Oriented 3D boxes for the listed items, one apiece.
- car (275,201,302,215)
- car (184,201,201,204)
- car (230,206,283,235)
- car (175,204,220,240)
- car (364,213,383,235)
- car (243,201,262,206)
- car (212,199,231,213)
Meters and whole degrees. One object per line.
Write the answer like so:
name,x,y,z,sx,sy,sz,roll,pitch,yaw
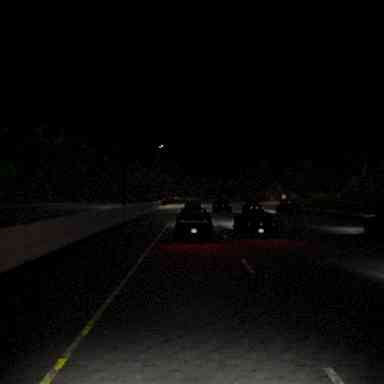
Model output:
car,10.577,1.736,36.719,2.128,1.511,4.902,0,0,0
car,0.071,1.738,39.062,1.882,1.535,5.008,0,0,0
car,3.598,1.732,19.534,1.895,1.301,4.718,0,0,0
car,0.097,1.612,17.903,2.128,1.511,4.902,0,0,0
car,10.598,1.590,16.727,1.882,1.535,5.008,0,0,0
car,7.072,1.805,38.789,2.033,1.411,5.357,0,0,0
car,3.566,1.622,40.506,2.097,1.767,4.553,0,0,0
